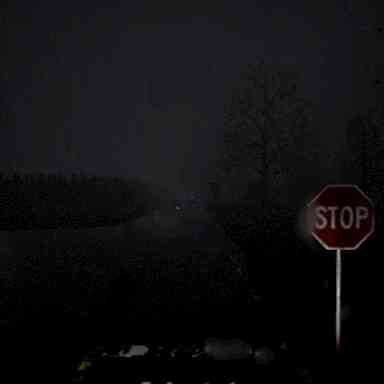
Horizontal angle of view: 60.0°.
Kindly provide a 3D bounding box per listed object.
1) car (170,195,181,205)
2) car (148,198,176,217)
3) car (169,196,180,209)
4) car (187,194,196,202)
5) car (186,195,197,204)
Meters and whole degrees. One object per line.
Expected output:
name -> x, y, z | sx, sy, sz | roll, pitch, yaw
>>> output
car -> -2.907, 1.287, 53.576 | 2.097, 1.767, 4.553 | 0, 0, 0
car -> -2.892, 1.522, 30.979 | 2.033, 1.411, 5.357 | 0, 0, 0
car -> -2.892, 1.521, 40.932 | 1.994, 1.385, 4.181 | 0, 0, 1
car -> -0.098, 1.279, 70.352 | 1.882, 1.535, 5.008 | 0, 0, 0
car -> -0.035, 1.516, 60.330 | 1.895, 1.301, 4.718 | 0, 0, 1
